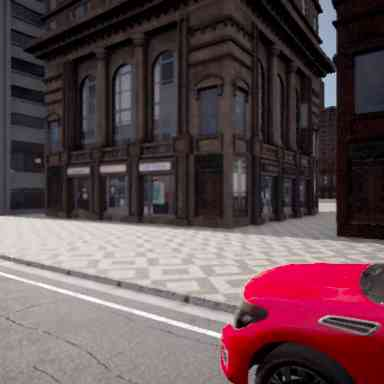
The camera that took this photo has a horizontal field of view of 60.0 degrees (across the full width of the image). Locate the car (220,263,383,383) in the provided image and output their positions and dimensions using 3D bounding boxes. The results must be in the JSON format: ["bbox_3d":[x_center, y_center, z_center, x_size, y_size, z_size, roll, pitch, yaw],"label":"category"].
[{"bbox_3d":[2.954,1.228,2.653,5.566,2.045,2.150,0,0,35],"label":"car"}]
